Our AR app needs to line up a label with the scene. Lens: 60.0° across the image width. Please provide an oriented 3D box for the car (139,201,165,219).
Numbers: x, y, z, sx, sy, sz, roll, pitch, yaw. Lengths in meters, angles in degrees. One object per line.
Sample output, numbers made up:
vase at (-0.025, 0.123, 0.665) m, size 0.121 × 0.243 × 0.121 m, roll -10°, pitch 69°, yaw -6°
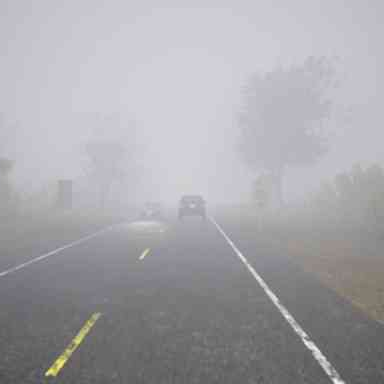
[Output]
car at (-3.556, 1.603, 30.254) m, size 2.128 × 1.511 × 4.902 m, roll 0°, pitch 0°, yaw 0°

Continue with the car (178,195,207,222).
car at (0.051, 1.308, 27.571) m, size 2.150 × 2.045 × 5.566 m, roll 0°, pitch -2°, yaw 1°

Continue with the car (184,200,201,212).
car at (0.069, 1.741, 42.335) m, size 1.994 × 1.385 × 4.181 m, roll 0°, pitch 0°, yaw 0°
